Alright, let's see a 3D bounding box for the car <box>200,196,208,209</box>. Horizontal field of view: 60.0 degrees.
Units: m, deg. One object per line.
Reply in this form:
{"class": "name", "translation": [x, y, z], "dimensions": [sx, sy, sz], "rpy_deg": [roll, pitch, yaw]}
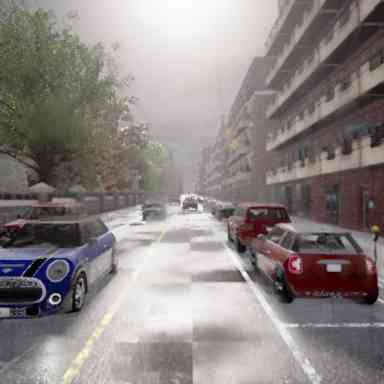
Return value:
{"class": "car", "translation": [2.440, 1.671, 47.043], "dimensions": [1.752, 1.417, 4.829], "rpy_deg": [1, 0, 0]}

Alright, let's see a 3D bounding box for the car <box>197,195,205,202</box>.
{"class": "car", "translation": [2.216, 1.710, 85.537], "dimensions": [1.967, 1.590, 4.097], "rpy_deg": [1, 0, 0]}

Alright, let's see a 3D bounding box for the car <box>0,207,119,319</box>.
{"class": "car", "translation": [-3.133, 1.388, 7.686], "dimensions": [2.097, 1.767, 4.553], "rpy_deg": [0, 0, 0]}

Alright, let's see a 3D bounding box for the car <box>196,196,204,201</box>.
{"class": "car", "translation": [2.182, 1.833, 91.059], "dimensions": [1.887, 1.381, 4.507], "rpy_deg": [1, 0, 0]}

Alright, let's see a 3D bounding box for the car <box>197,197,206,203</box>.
{"class": "car", "translation": [2.246, 1.818, 80.014], "dimensions": [1.947, 1.339, 4.313], "rpy_deg": [1, 0, 0]}

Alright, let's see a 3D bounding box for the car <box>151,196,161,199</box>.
{"class": "car", "translation": [-5.939, 1.717, 46.824], "dimensions": [2.008, 1.369, 4.403], "rpy_deg": [1, 0, 0]}

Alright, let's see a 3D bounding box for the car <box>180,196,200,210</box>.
{"class": "car", "translation": [-0.250, 1.594, 44.578], "dimensions": [1.895, 1.301, 4.718], "rpy_deg": [0, 0, 0]}

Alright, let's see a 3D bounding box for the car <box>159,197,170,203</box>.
{"class": "car", "translation": [-6.101, 1.821, 74.441], "dimensions": [1.947, 1.339, 4.313], "rpy_deg": [1, 0, 0]}

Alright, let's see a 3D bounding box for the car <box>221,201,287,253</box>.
{"class": "car", "translation": [2.638, 1.354, 13.733], "dimensions": [2.192, 1.841, 5.009], "rpy_deg": [1, 0, 0]}

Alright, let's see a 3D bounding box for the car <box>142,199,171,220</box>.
{"class": "car", "translation": [-3.193, 1.609, 29.218], "dimensions": [1.837, 1.490, 4.892], "rpy_deg": [0, -1, 0]}

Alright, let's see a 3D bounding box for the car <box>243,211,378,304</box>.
{"class": "car", "translation": [2.669, 1.461, 8.210], "dimensions": [1.967, 1.590, 4.097], "rpy_deg": [1, 0, 0]}

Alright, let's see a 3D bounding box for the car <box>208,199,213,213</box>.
{"class": "car", "translation": [2.955, 1.631, 34.983], "dimensions": [1.812, 1.442, 4.674], "rpy_deg": [0, 0, 0]}

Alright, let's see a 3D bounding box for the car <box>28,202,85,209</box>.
{"class": "car", "translation": [-5.741, 1.375, 13.685], "dimensions": [2.192, 1.841, 5.009], "rpy_deg": [1, 0, 0]}

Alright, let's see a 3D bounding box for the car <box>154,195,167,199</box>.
{"class": "car", "translation": [-6.000, 1.517, 57.872], "dimensions": [2.192, 1.841, 5.009], "rpy_deg": [1, 0, 0]}

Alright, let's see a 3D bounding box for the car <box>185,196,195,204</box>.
{"class": "car", "translation": [-0.390, 1.554, 68.604], "dimensions": [1.882, 1.535, 5.008], "rpy_deg": [0, 0, 0]}

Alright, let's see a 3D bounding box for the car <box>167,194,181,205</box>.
{"class": "car", "translation": [-3.381, 1.497, 66.568], "dimensions": [2.150, 2.045, 5.566], "rpy_deg": [0, 0, 0]}

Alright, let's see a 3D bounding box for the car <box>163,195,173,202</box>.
{"class": "car", "translation": [-6.161, 1.606, 85.489], "dimensions": [2.192, 1.841, 5.009], "rpy_deg": [1, 0, 0]}

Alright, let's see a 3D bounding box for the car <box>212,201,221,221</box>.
{"class": "car", "translation": [2.994, 1.587, 27.982], "dimensions": [1.837, 1.490, 4.892], "rpy_deg": [0, 0, 0]}
